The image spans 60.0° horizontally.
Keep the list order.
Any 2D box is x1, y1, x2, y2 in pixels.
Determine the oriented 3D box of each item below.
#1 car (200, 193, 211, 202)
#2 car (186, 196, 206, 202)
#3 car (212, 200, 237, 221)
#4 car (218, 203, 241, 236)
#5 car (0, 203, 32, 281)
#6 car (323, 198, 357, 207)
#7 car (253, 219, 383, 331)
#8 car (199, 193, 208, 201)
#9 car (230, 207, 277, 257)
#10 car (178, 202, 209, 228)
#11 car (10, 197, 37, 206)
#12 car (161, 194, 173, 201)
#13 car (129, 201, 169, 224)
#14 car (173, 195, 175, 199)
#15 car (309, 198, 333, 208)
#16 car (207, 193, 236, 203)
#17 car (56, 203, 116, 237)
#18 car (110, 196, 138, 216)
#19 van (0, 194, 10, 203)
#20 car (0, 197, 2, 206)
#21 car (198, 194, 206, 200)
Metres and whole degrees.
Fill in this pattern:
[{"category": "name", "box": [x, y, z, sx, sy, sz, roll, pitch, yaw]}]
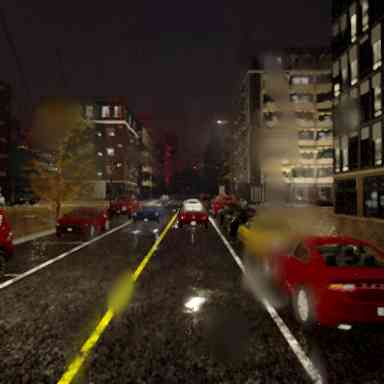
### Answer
[{"category": "car", "box": [2.816, 1.134, 72.392, 2.192, 1.841, 5.009, 1, 0, 0]}, {"category": "car", "box": [0.099, 1.443, 32.090, 1.812, 1.442, 4.674, 0, 0, 0]}, {"category": "car", "box": [2.700, 1.506, 23.182, 1.947, 1.339, 4.313, 1, 0, 0]}, {"category": "car", "box": [2.701, 1.520, 17.743, 1.947, 1.339, 4.313, 1, 0, 0]}, {"category": "car", "box": [-5.673, 1.297, 6.830, 2.192, 1.841, 5.009, 1, 0, 0]}, {"category": "car", "box": [22.788, 1.597, 51.374, 4.313, 1.339, 1.947, 0, -1, 0]}, {"category": "car", "box": [2.704, 1.527, 6.863, 1.887, 1.381, 4.507, 1, 0, 0]}, {"category": "car", "box": [2.826, 1.148, 66.691, 2.192, 1.841, 5.009, 1, 0, 0]}, {"category": "car", "box": [2.703, 1.493, 12.473, 1.752, 1.417, 4.829, 1, 0, 0]}, {"category": "car", "box": [0.096, 1.545, 21.840, 1.895, 1.301, 4.718, 0, 0, 0]}, {"category": "car", "box": [-26.272, 1.438, 51.263, 4.313, 1.339, 1.947, 0, -1, 0]}, {"category": "car", "box": [-5.812, 1.369, 72.326, 2.008, 1.369, 4.403, 1, 0, 0]}, {"category": "car", "box": [-3.045, 1.538, 24.268, 1.895, 1.301, 4.718, 0, 0, 1]}, {"category": "car", "box": [-5.694, 1.289, 94.939, 1.752, 1.417, 4.829, 1, 0, 0]}, {"category": "car", "box": [17.275, 1.459, 42.982, 4.206, 1.307, 1.802, 0, -1, 0]}, {"category": "car", "box": [2.777, 1.242, 28.617, 2.192, 1.841, 5.009, 1, 0, 0]}, {"category": "car", "box": [-5.679, 1.499, 17.722, 1.887, 1.381, 4.507, 1, 0, 0]}, {"category": "car", "box": [-5.750, 1.241, 28.609, 2.192, 1.841, 5.009, 1, 0, 0]}, {"category": "van", "box": [-26.252, 1.080, 42.887, 3.998, 1.788, 1.690, 0, -1, 0]}, {"category": "car", "box": [-31.903, 1.438, 51.249, 4.206, 1.307, 1.802, 0, -1, 0]}, {"category": "car", "box": [2.687, 1.343, 89.476, 1.947, 1.339, 4.313, 1, 0, 0]}]
